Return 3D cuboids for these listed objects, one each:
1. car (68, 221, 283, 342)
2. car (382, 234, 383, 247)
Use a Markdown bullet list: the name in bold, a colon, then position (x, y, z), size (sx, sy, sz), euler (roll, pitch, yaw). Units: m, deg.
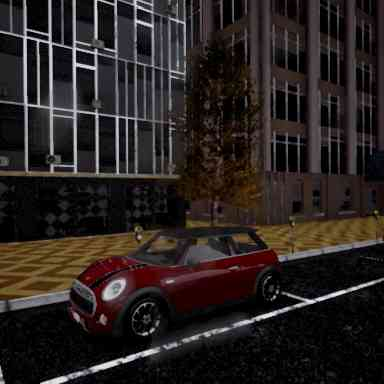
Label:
- **car**: position (-0.194, 1.438, 6.404), size (4.097, 1.590, 1.967), euler (0, -1, -35)
- **car**: position (9.107, 1.541, 12.939), size (4.403, 1.369, 2.008), euler (0, -1, -35)
